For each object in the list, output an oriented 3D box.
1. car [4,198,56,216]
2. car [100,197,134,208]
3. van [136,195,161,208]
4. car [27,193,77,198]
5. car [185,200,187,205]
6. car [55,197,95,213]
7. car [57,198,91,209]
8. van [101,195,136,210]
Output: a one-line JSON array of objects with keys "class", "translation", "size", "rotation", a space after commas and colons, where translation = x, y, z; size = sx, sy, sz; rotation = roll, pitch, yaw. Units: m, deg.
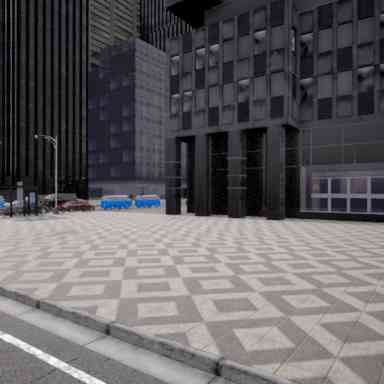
[{"class": "car", "translation": [-15.925, 1.548, 31.887], "size": [2.008, 1.369, 4.403], "rotation": [0, 0, 35]}, {"class": "car", "translation": [-10.981, 1.476, 48.912], "size": [1.837, 1.490, 4.892], "rotation": [0, 0, 36]}, {"class": "van", "translation": [-6.042, 1.328, 45.759], "size": [1.690, 1.788, 3.998], "rotation": [0, 0, 35]}, {"class": "car", "translation": [-16.673, 1.197, 40.934], "size": [2.150, 2.045, 5.566], "rotation": [0, 0, 35]}, {"class": "car", "translation": [0.545, 1.568, 55.008], "size": [1.802, 1.307, 4.206], "rotation": [0, 0, 35]}, {"class": "car", "translation": [-12.631, 1.575, 36.511], "size": [1.802, 1.307, 4.206], "rotation": [0, 0, 35]}, {"class": "car", "translation": [-16.281, 1.547, 46.081], "size": [1.802, 1.307, 4.206], "rotation": [0, 0, 35]}, {"class": "van", "translation": [-9.336, 1.331, 41.135], "size": [1.690, 1.788, 3.998], "rotation": [0, 0, 35]}]
